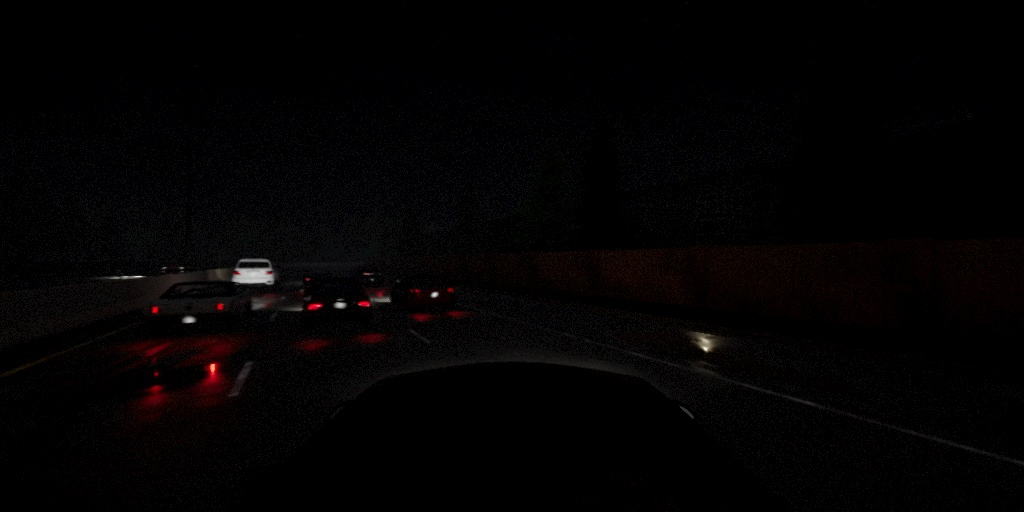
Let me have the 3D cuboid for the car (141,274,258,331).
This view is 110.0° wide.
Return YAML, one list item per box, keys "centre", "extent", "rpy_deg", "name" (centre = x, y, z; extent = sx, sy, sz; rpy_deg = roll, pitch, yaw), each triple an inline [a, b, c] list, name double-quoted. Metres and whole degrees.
- centre: [-9.647, 1.435, 11.439]
  extent: [1.895, 1.301, 4.718]
  rpy_deg: [1, -1, -30]
  name: "car"

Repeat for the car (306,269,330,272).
- centre: [-14.166, 1.612, 26.159]
  extent: [1.895, 1.301, 4.718]
  rpy_deg: [1, -1, -30]
  name: "car"

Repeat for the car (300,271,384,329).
- centre: [-5.868, 1.406, 11.874]
  extent: [2.033, 1.411, 5.357]
  rpy_deg: [1, -1, -30]
  name: "car"

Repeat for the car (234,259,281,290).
- centre: [-16.924, 1.191, 23.937]
  extent: [2.150, 2.045, 5.566]
  rpy_deg: [1, -1, -30]
  name: "car"

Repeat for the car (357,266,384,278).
- centre: [-11.445, 1.548, 28.456]
  extent: [2.128, 1.511, 4.902]
  rpy_deg: [1, -1, -30]
  name: "car"

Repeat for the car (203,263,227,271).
- centre: [-37.951, 1.667, 45.962]
  extent: [1.837, 1.490, 4.892]
  rpy_deg: [1, -1, -30]
  name: "car"

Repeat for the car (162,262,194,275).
- centre: [-40.778, 1.473, 43.867]
  extent: [2.097, 1.767, 4.553]
  rpy_deg: [1, -1, -30]
  name: "car"

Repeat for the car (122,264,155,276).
- centre: [-43.752, 1.645, 42.021]
  extent: [1.994, 1.385, 4.181]
  rpy_deg: [1, -1, -30]
  name: "car"

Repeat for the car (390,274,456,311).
- centre: [-3.979, 1.484, 15.634]
  extent: [1.994, 1.385, 4.181]
  rpy_deg: [1, -1, -30]
  name: "car"
